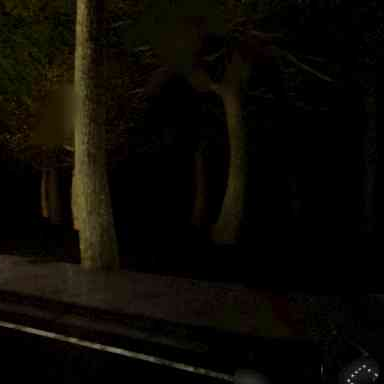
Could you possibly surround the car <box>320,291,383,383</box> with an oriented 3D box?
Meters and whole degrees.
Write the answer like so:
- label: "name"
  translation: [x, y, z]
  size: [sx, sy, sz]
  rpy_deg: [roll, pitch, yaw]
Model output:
- label: "car"
  translation: [3.839, 1.411, 2.223]
  size: [5.566, 2.045, 2.150]
  rpy_deg: [1, -2, 22]
